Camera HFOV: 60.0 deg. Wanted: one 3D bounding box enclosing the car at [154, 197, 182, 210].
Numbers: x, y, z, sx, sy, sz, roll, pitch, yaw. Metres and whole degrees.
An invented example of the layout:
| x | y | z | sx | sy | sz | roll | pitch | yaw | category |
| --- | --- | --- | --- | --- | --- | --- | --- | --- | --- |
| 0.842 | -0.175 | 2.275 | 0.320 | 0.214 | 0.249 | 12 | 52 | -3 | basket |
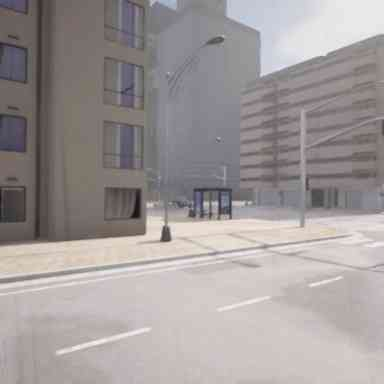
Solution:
| x | y | z | sx | sy | sz | roll | pitch | yaw | category |
| --- | --- | --- | --- | --- | --- | --- | --- | --- | --- |
| -3.918 | 1.852 | 49.496 | 1.812 | 1.442 | 4.674 | 1 | -1 | -37 | car |

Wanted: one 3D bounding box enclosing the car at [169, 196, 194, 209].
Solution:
| x | y | z | sx | sy | sz | roll | pitch | yaw | category |
| --- | --- | --- | --- | --- | --- | --- | --- | --- | --- |
| -1.874 | 1.589 | 52.612 | 2.150 | 2.045 | 5.566 | 1 | -1 | -37 | car |
